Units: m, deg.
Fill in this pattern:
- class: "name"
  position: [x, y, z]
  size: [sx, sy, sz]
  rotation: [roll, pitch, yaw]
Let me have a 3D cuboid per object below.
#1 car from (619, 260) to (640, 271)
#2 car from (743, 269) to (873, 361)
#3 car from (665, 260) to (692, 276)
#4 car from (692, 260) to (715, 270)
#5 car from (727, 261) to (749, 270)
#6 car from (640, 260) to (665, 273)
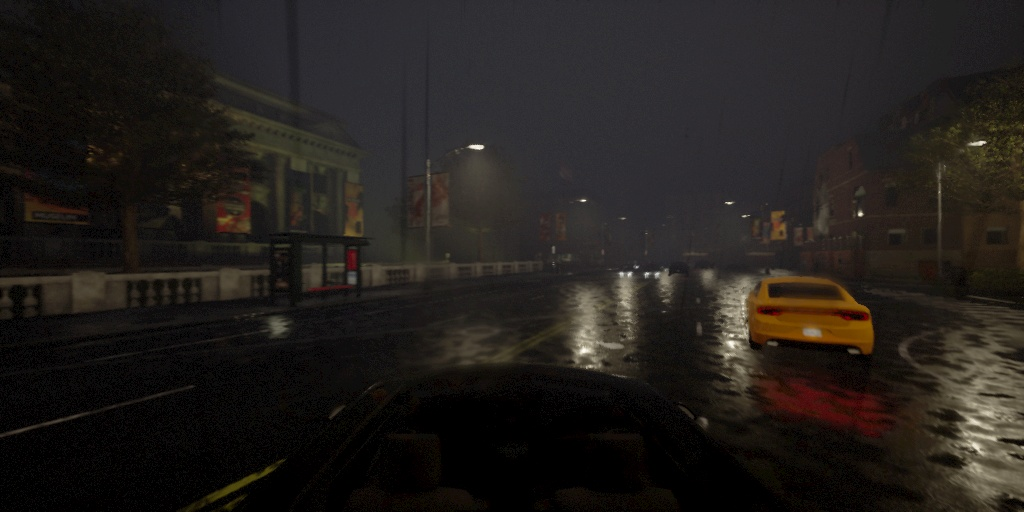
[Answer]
- class: "car"
  position: [16.562, 1.372, 50.446]
  size: [2.128, 1.511, 4.902]
  rotation: [0, 0, 33]
- class: "car"
  position: [6.752, 1.237, 8.582]
  size: [1.882, 1.535, 5.008]
  rotation: [-1, 0, 32]
- class: "car"
  position: [17.789, 1.314, 38.147]
  size: [1.882, 1.535, 5.008]
  rotation: [0, 0, 27]
- class: "car"
  position: [29.554, 1.374, 54.980]
  size: [4.892, 1.490, 1.837]
  rotation: [0, -1, -45]
- class: "car"
  position: [34.441, 1.421, 54.655]
  size: [4.181, 1.385, 1.994]
  rotation: [0, 0, -40]
- class: "car"
  position: [18.583, 1.429, 47.025]
  size: [1.994, 1.385, 4.181]
  rotation: [0, 0, 31]
